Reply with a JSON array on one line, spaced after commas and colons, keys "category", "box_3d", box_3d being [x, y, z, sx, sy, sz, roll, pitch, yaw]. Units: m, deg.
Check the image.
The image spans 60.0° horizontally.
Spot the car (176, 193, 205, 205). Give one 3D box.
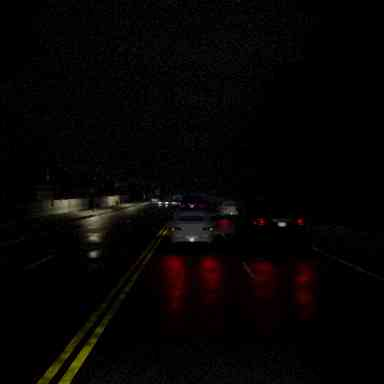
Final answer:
[{"category": "car", "box_3d": [0.000, 1.261, 29.680, 2.150, 2.045, 5.566, 0, 0, 0]}]

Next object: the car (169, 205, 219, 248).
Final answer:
[{"category": "car", "box_3d": [0.000, 1.531, 14.650, 1.812, 1.442, 4.674, 0, 0, 0]}]

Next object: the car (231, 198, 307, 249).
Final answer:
[{"category": "car", "box_3d": [3.250, 1.256, 14.680, 2.150, 2.045, 5.566, 0, 0, 0]}]

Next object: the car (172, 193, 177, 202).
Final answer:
[{"category": "car", "box_3d": [-3.250, 1.201, 75.899, 2.150, 2.045, 5.566, 0, 0, 0]}]

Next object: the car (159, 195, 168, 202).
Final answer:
[{"category": "car", "box_3d": [-6.500, 1.476, 75.929, 1.837, 1.490, 4.892, 0, 0, 0]}]

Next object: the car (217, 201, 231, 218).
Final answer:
[{"category": "car", "box_3d": [3.250, 1.537, 29.650, 1.812, 1.442, 4.674, 0, 0, 0]}]
